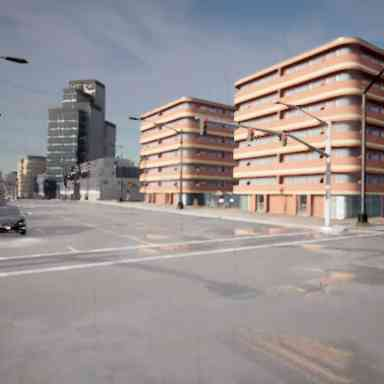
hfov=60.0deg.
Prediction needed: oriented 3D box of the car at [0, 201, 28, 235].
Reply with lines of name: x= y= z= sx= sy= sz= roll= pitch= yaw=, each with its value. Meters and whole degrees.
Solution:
car: x=-10.227 y=1.465 z=18.059 sx=1.837 sy=1.490 sz=4.892 roll=1 pitch=0 yaw=-34

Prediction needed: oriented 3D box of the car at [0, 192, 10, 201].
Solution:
car: x=-15.791 y=1.059 z=26.214 sx=2.150 sy=2.045 sz=5.566 roll=1 pitch=0 yaw=-34
